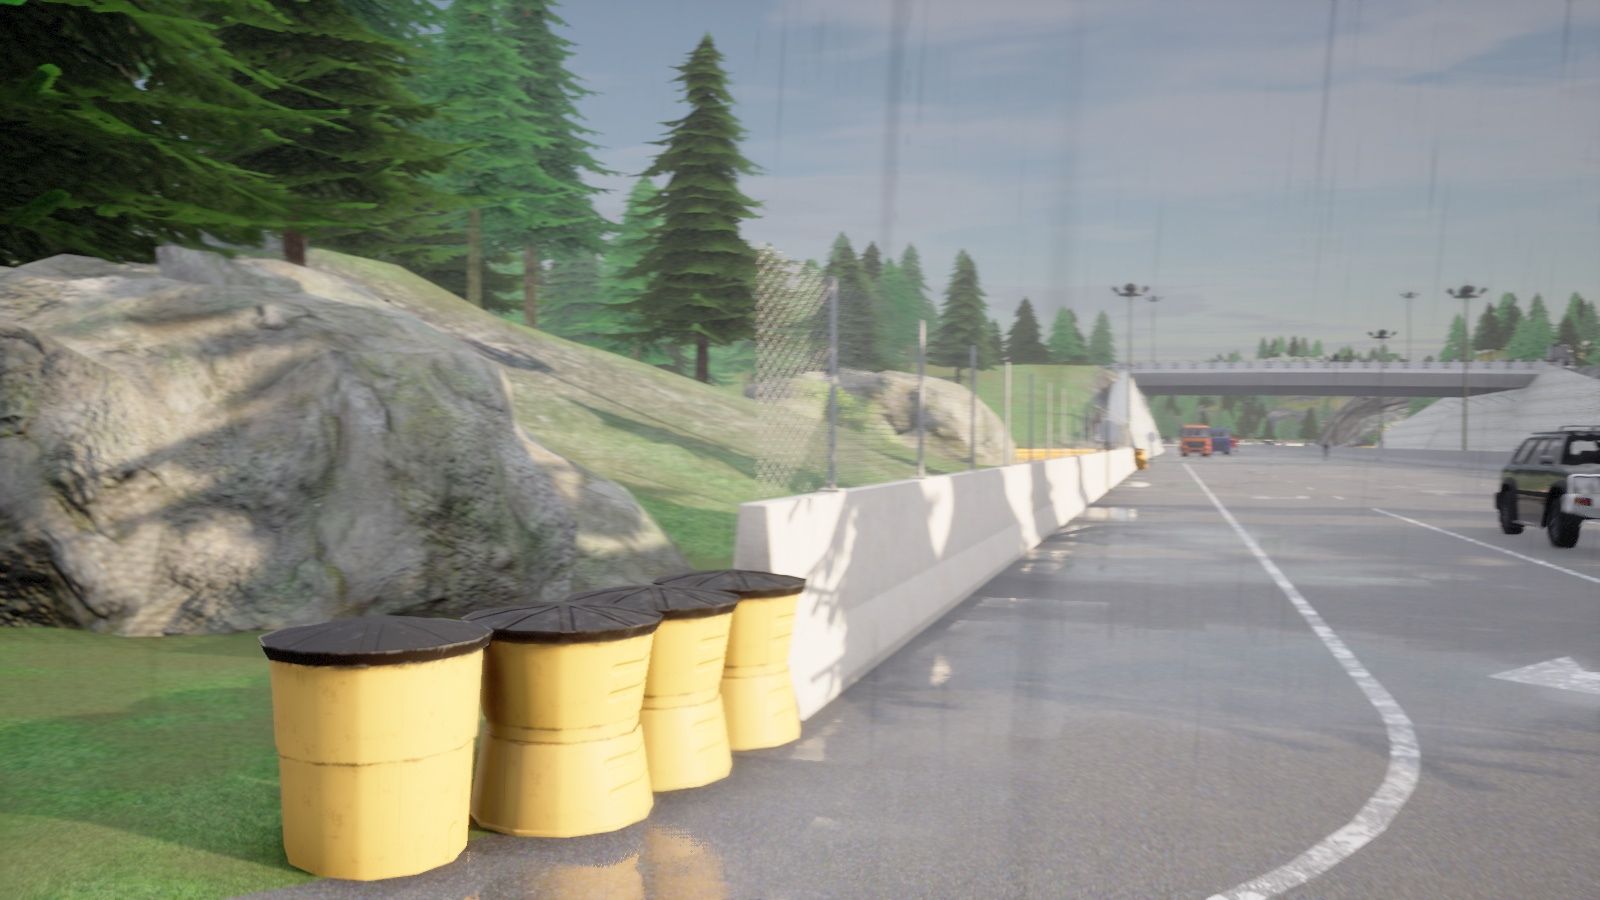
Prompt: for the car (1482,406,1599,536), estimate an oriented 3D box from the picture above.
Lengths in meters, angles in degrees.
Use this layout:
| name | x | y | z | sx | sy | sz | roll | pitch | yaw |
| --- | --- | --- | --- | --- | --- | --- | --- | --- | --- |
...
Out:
| name | x | y | z | sx | sy | sz | roll | pitch | yaw |
| --- | --- | --- | --- | --- | --- | --- | --- | --- | --- |
| car | 12.439 | 0.284 | 19.865 | 1.932 | 1.855 | 4.605 | -1 | 0 | 16 |
